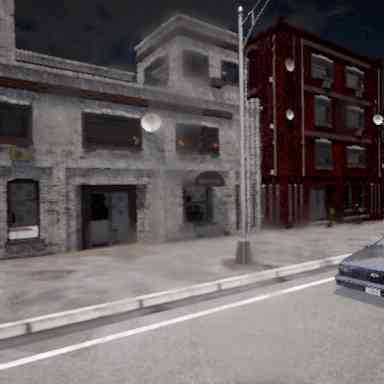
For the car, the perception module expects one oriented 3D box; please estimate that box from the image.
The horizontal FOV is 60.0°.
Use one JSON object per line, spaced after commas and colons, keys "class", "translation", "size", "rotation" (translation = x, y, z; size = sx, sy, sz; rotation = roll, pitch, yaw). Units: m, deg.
{"class": "car", "translation": [5.707, 1.545, 8.008], "size": [5.357, 1.411, 2.033], "rotation": [0, 0, -35]}
